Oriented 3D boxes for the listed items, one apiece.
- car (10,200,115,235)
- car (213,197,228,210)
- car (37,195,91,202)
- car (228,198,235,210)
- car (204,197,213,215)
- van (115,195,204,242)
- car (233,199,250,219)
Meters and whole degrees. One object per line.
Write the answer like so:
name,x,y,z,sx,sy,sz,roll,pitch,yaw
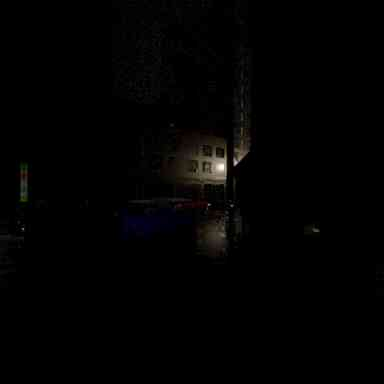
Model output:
car,-6.592,1.383,18.237,2.033,1.411,5.357,0,1,36
car,1.474,1.167,34.105,1.947,1.339,4.313,1,2,36
car,-8.304,1.123,20.406,2.192,1.841,5.009,1,1,36
car,5.396,1.074,35.010,2.128,1.511,4.902,0,1,36
car,-0.607,1.062,26.618,2.097,1.767,4.553,0,1,36
van,-1.366,1.208,15.453,1.690,1.788,3.998,1,1,36
car,5.151,1.280,24.585,2.008,1.369,4.403,1,1,36
